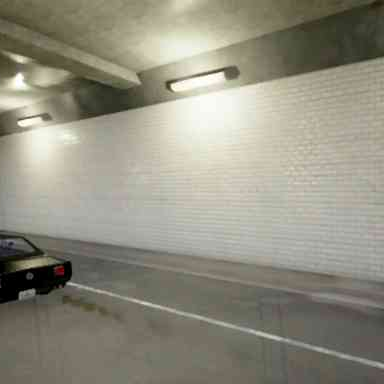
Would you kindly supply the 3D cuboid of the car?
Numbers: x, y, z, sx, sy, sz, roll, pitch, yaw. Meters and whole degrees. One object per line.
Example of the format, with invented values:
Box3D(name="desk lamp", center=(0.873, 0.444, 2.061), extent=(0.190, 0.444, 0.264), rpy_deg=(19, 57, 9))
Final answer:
Box3D(name="car", center=(-4.860, 1.610, 7.458), extent=(4.718, 1.301, 1.895), rpy_deg=(0, 0, 35))
